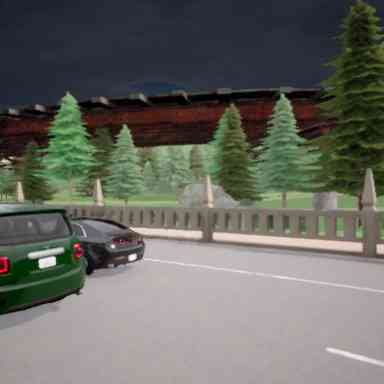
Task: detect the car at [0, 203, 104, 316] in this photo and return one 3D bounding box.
[{"bbox_3d":[-4.656,1.249,6.818,5.566,2.045,2.150,0,0,31],"label":"car"}]

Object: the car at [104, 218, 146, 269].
[{"bbox_3d":[-3.689,1.519,10.260,4.892,1.490,1.837,0,0,31],"label":"car"}]
